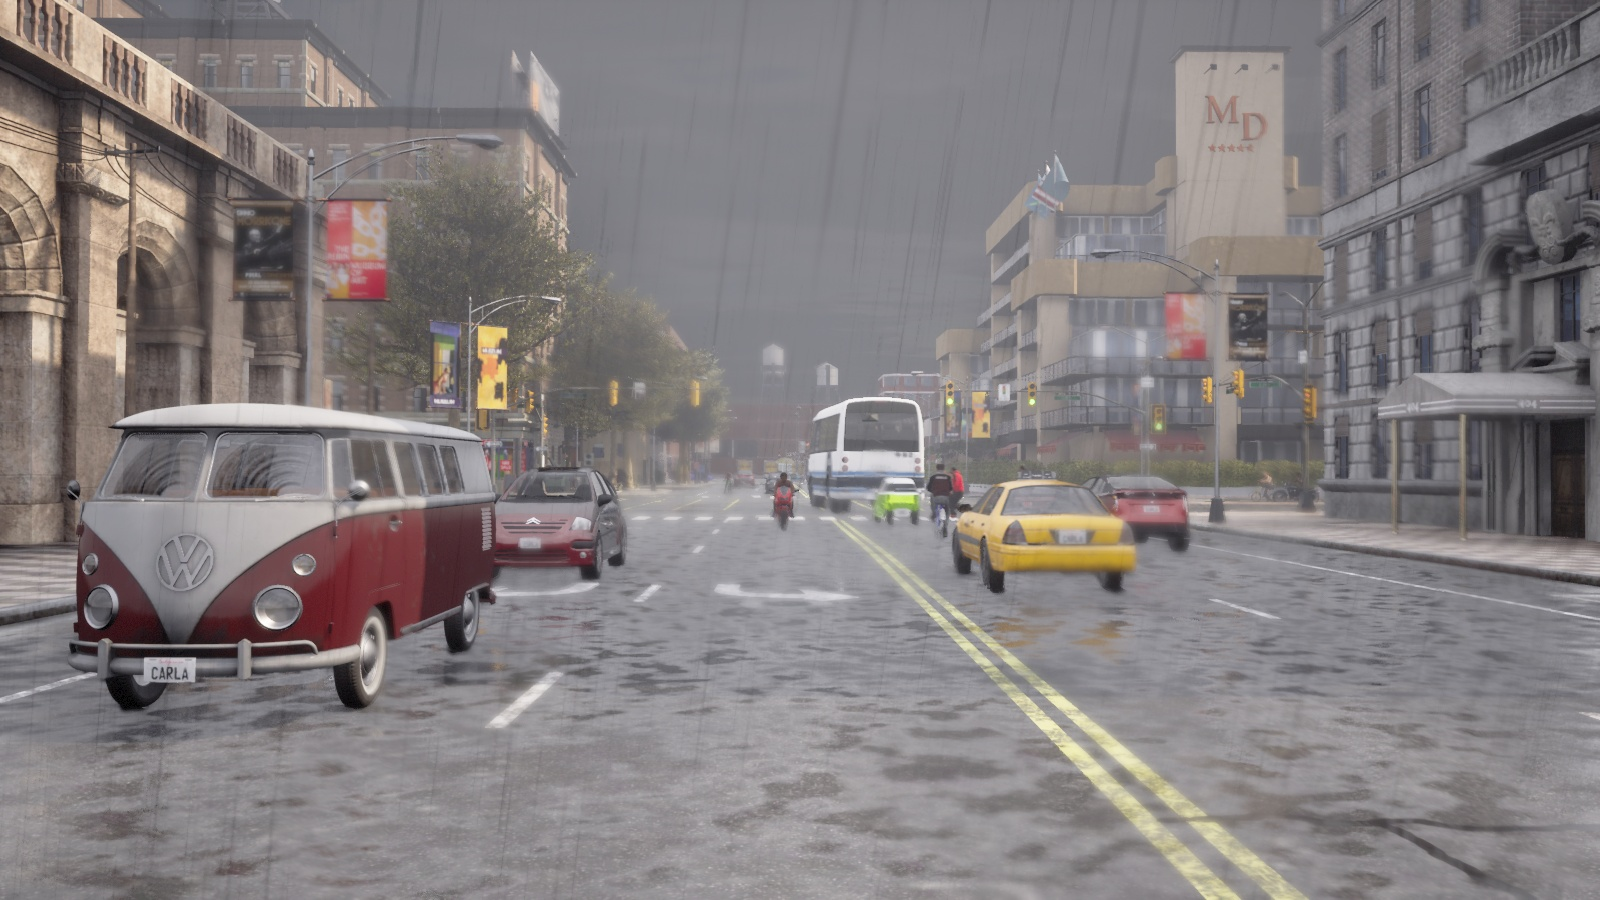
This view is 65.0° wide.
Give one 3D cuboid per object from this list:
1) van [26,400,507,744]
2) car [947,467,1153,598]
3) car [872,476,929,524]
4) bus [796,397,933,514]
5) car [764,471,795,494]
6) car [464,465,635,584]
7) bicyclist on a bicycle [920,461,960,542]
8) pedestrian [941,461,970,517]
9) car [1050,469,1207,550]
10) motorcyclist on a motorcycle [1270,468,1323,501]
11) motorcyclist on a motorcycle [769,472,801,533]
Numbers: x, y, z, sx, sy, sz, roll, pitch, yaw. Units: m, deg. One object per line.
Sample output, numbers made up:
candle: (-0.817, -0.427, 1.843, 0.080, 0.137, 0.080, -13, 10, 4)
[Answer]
van: (-3.607, 0.741, 9.502, 1.775, 1.987, 4.442, 0, -1, -1)
car: (3.324, 1.039, 17.821, 1.801, 1.575, 5.366, 0, -1, 0)
car: (2.997, 1.491, 37.836, 1.481, 1.376, 2.207, 0, -1, -1)
bus: (2.356, 0.281, 50.889, 3.944, 4.253, 10.273, 0, -1, -6)
car: (-1.442, 2.247, 87.812, 2.128, 1.511, 4.902, 0, -1, -1)
car: (-3.690, 1.049, 19.162, 1.851, 1.617, 3.988, 0, -1, -1)
bicyclist on a bicycle: (3.171, 1.152, 28.641, 0.659, 1.776, 1.843, 0, -1, -1)
pedestrian: (5.118, 1.283, 41.400, 0.899, 1.844, 0.634, 0, -1, 5)
car: (6.719, 1.174, 26.231, 2.007, 1.525, 4.514, 0, -1, -1)
motorcyclist on a motorcycle: (24.891, 1.721, 62.998, 2.350, 1.649, 0.766, 0, -1, -1)
motorcyclist on a motorcycle: (-0.408, 1.347, 32.749, 0.797, 1.523, 2.044, 0, -1, -1)
